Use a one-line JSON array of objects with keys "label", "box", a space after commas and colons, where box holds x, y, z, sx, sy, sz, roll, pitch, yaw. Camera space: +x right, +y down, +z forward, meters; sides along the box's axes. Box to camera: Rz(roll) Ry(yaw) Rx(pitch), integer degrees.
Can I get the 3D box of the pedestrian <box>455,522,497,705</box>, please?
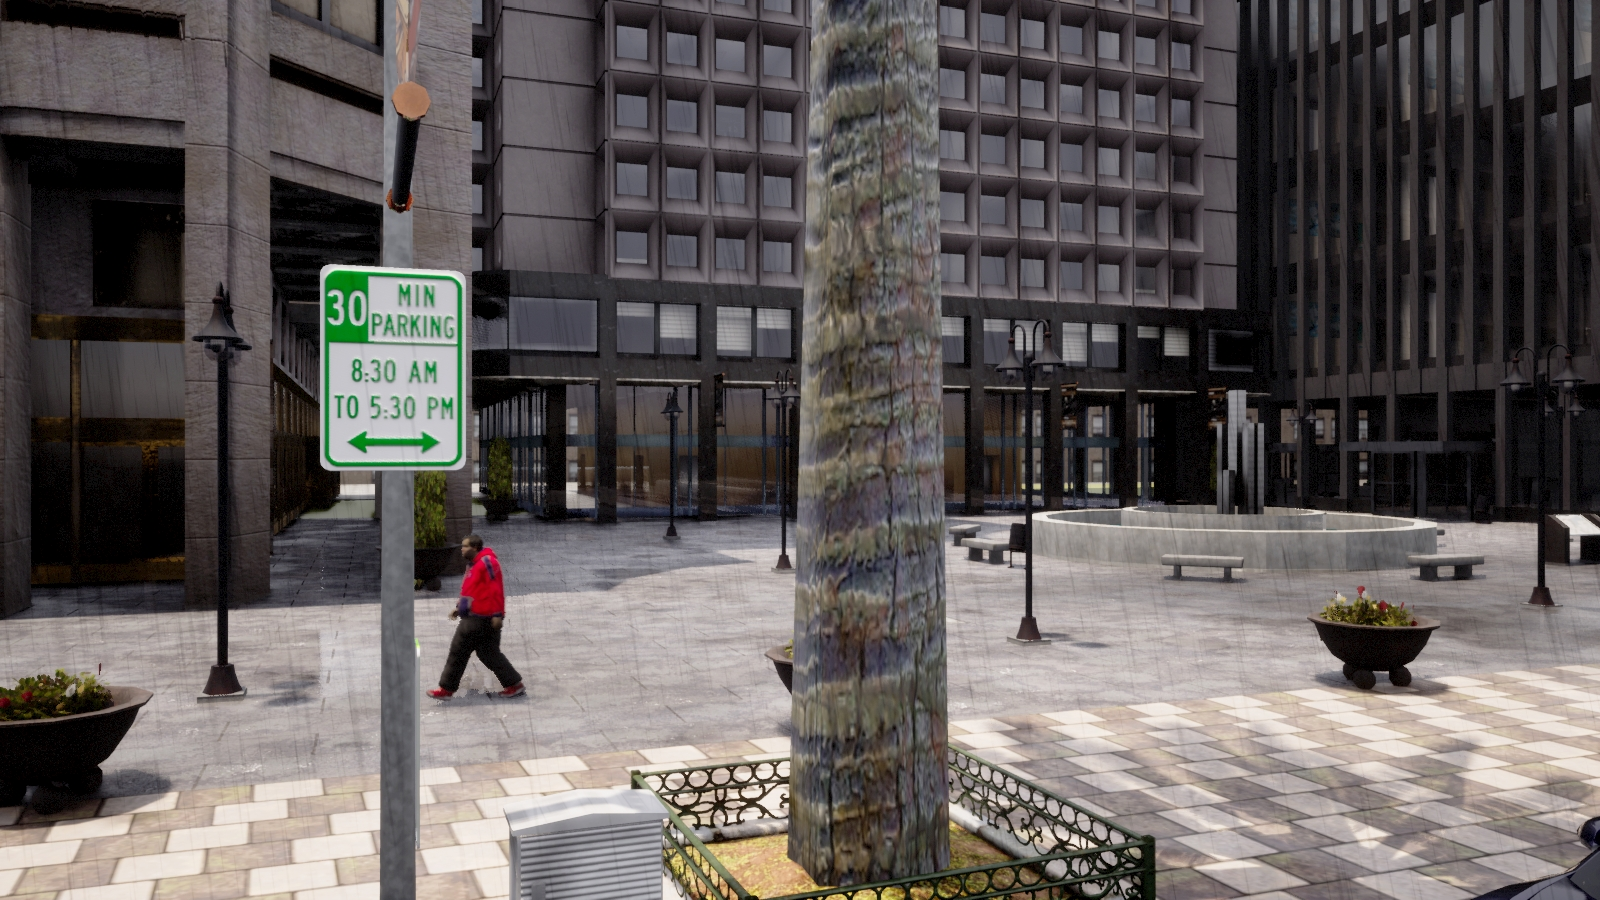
[{"label": "pedestrian", "box": [-3.421, 1.707, 12.059, 0.375, 1.860, 0.375, 0, 0, -23]}]
